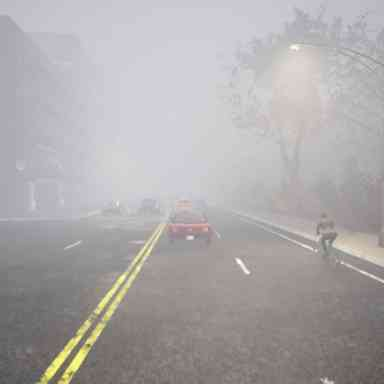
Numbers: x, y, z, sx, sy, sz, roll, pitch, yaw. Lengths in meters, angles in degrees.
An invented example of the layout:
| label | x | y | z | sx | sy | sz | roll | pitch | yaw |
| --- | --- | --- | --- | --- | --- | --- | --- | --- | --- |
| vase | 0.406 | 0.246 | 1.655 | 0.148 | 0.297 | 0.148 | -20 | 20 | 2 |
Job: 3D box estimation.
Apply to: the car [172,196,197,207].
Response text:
| label | x | y | z | sx | sy | sz | roll | pitch | yaw |
| --- | --- | --- | --- | --- | --- | --- | --- | --- | --- |
| car | -0.827 | 1.496 | 34.256 | 1.882 | 1.535 | 5.008 | 0 | 0 | -3 |

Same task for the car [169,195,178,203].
| label | x | y | z | sx | sy | sz | roll | pitch | yaw |
| --- | --- | --- | --- | --- | --- | --- | --- | --- | --- |
| car | -3.726 | 1.374 | 70.656 | 2.097 | 1.767 | 4.553 | 0 | 0 | -6 |

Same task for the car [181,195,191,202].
| label | x | y | z | sx | sy | sz | roll | pitch | yaw |
| --- | --- | --- | --- | --- | --- | --- | --- | --- | --- |
| car | -1.434 | 1.537 | 79.504 | 1.812 | 1.442 | 4.674 | 0 | 0 | -7 |

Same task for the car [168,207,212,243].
| label | x | y | z | sx | sy | sz | roll | pitch | yaw |
| --- | --- | --- | --- | --- | --- | --- | --- | --- | --- |
| car | -0.127 | 1.611 | 16.061 | 1.895 | 1.301 | 4.718 | 0 | 0 | -1 |

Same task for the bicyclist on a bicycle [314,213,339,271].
| label | x | y | z | sx | sy | sz | roll | pitch | yaw |
| --- | --- | --- | --- | --- | --- | --- | --- | --- | --- |
| bicyclist on a bicycle | 4.037 | 1.457 | 10.020 | 0.582 | 1.620 | 1.656 | 0 | 0 | -1 |

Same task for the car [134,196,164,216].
| label | x | y | z | sx | sy | sz | roll | pitch | yaw |
| --- | --- | --- | --- | --- | --- | --- | --- | --- | --- |
| car | -4.226 | 1.372 | 33.160 | 2.097 | 1.767 | 4.553 | 0 | 0 | -3 |

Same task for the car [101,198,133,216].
| label | x | y | z | sx | sy | sz | roll | pitch | yaw |
| --- | --- | --- | --- | --- | --- | --- | --- | --- | --- |
| car | -7.446 | 1.570 | 32.584 | 2.033 | 1.411 | 5.357 | 0 | 0 | -3 |

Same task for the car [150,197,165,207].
| label | x | y | z | sx | sy | sz | roll | pitch | yaw |
| --- | --- | --- | --- | --- | --- | --- | --- | --- | --- |
| car | -5.411 | 1.516 | 52.370 | 2.128 | 1.511 | 4.902 | 0 | 0 | -4 |

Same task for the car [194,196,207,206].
| label | x | y | z | sx | sy | sz | roll | pitch | yaw |
| --- | --- | --- | --- | --- | --- | --- | --- | --- | --- |
| car | 1.187 | 1.581 | 53.395 | 1.994 | 1.385 | 4.181 | 0 | 0 | -4 |

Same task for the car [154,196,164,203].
| label | x | y | z | sx | sy | sz | roll | pitch | yaw |
| --- | --- | --- | --- | --- | --- | --- | --- | --- | --- |
| car | -6.740 | 1.460 | 68.196 | 2.033 | 1.411 | 5.357 | 0 | 0 | -6 |

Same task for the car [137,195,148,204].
| label | x | y | z | sx | sy | sz | roll | pitch | yaw |
| --- | --- | --- | --- | --- | --- | --- | --- | --- | --- |
| car | -9.883 | 1.478 | 66.945 | 1.882 | 1.535 | 5.008 | 0 | 0 | -6 |
